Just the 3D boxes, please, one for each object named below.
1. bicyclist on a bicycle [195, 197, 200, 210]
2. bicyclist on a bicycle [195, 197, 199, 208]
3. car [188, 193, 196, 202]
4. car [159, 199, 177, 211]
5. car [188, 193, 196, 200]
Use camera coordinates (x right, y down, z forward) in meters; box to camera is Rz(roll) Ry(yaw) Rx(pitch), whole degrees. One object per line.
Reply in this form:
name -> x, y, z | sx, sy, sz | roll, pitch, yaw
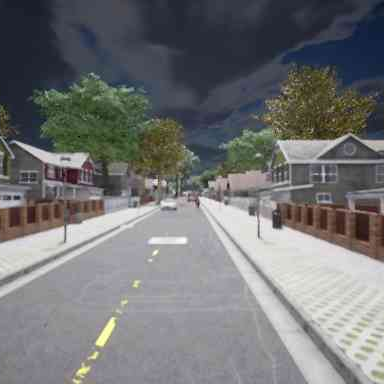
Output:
bicyclist on a bicycle -> 0.753, 1.486, 39.850 | 0.582, 1.620, 1.656 | 0, -1, 0
bicyclist on a bicycle -> 0.752, 1.487, 48.865 | 0.582, 1.620, 1.656 | 0, -1, 0
car -> -0.007, 1.611, 75.710 | 1.994, 1.385, 4.181 | 0, 0, 0
car -> -2.844, 1.558, 40.927 | 1.812, 1.442, 4.674 | 0, 0, 0
car -> -0.010, 1.160, 90.493 | 2.150, 2.045, 5.566 | 0, 0, 0
